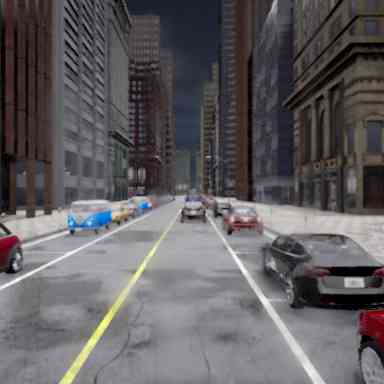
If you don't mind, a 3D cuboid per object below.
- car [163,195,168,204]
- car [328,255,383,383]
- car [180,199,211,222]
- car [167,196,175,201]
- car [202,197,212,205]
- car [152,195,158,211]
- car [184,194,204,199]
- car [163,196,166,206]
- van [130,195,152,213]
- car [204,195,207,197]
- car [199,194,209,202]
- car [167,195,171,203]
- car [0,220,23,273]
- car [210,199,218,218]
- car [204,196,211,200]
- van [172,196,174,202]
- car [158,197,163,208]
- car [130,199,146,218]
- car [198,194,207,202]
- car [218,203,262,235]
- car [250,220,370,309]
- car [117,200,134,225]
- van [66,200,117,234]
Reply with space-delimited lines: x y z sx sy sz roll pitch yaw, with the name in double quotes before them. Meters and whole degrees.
"car" -5.726 1.701 58.476 1.947 1.339 4.313 0 0 0
"car" 2.762 1.549 2.113 1.887 1.381 4.507 0 0 0
"car" 0.118 1.561 26.984 2.163 1.488 4.792 0 0 0
"car" -5.705 1.803 92.295 1.947 1.339 4.313 0 0 0
"car" 2.802 1.732 64.112 1.802 1.307 4.206 0 0 0
"car" -5.738 1.532 41.566 1.967 1.590 4.097 0 0 0
"car" 0.129 1.323 45.701 2.150 2.045 5.566 0 0 0
"car" -5.730 1.686 52.839 1.947 1.339 4.313 0 0 0
"van" -5.742 1.419 35.930 1.690 1.788 3.998 0 0 0
"car" 2.799 1.717 58.475 1.802 1.307 4.206 0 0 0
"car" 2.812 1.515 81.020 2.192 1.841 5.009 0 0 0
"car" -5.723 1.701 64.112 2.008 1.369 4.403 0 0 0
"car" -5.760 1.456 7.747 1.967 1.590 4.097 0 0 0
"car" 2.780 1.631 30.294 1.947 1.339 4.313 0 0 0
"car" 2.791 1.689 47.203 1.802 1.307 4.206 0 0 0
"van" -5.716 1.524 75.386 1.690 1.788 3.998 0 0 0
"car" -5.735 1.421 47.203 2.192 1.841 5.009 0 0 0
"car" -5.745 1.615 30.292 2.008 1.369 4.403 0 0 0
"car" 2.816 1.534 86.657 2.192 1.841 5.009 0 0 0
"car" 2.772 1.480 19.021 1.967 1.590 4.097 0 0 0
"car" 2.765 1.582 7.749 1.947 1.339 4.313 0 0 0
"car" -5.749 1.577 24.486 1.752 1.417 4.829 0 0 0
"van" -5.753 1.380 19.020 1.690 1.788 3.998 0 0 0
